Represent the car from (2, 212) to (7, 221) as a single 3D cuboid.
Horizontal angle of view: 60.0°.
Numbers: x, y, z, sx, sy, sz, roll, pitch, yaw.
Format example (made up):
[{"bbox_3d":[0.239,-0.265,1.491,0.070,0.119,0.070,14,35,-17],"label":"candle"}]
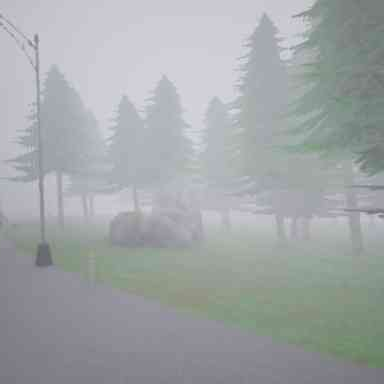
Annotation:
[{"bbox_3d":[-22.161,2.610,36.600,2.128,1.511,4.902,-4,-2,-9],"label":"car"}]
